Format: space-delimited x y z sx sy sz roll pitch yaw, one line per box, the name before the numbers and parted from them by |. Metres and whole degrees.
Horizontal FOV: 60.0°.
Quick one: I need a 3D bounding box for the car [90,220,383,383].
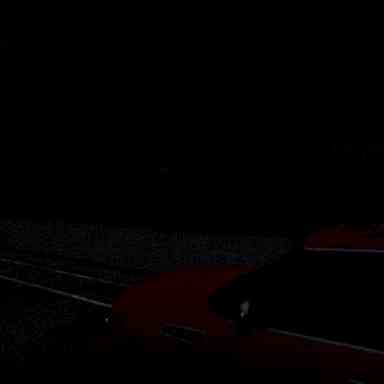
car | 1.651 1.221 2.508 5.566 2.045 2.150 -1 -1 35
